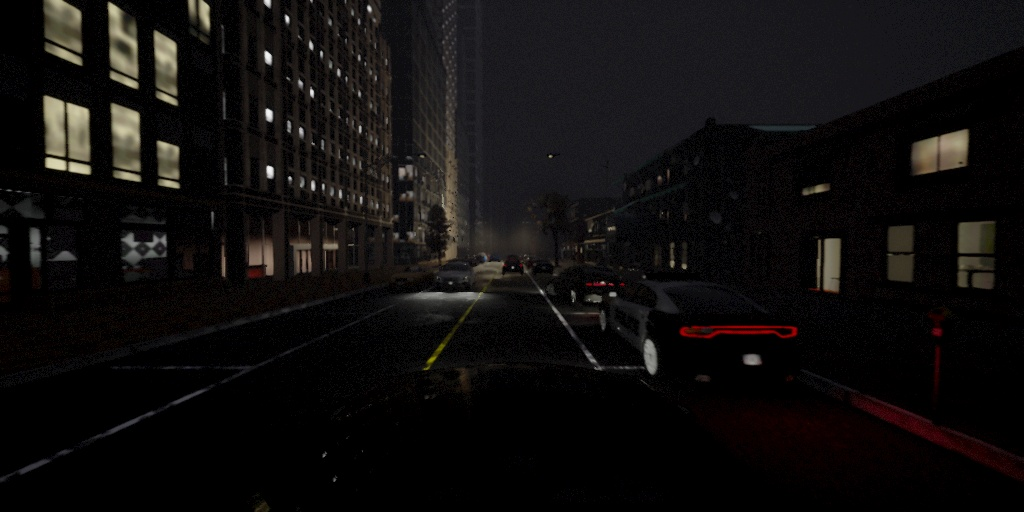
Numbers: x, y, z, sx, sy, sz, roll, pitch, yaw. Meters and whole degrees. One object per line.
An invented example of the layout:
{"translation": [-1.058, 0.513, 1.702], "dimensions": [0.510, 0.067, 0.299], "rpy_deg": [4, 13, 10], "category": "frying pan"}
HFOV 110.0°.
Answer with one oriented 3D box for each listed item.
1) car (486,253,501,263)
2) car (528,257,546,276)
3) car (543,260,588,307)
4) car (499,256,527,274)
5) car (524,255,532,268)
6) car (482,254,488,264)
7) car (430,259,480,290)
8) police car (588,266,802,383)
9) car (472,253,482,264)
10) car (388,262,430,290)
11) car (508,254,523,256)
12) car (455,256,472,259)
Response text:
{"translation": [-2.988, 0.365, 62.381], "dimensions": [1.882, 1.535, 5.008], "rpy_deg": [0, 1, 0], "category": "car"}
{"translation": [2.696, 0.981, 32.052], "dimensions": [1.948, 1.339, 4.313], "rpy_deg": [0, 0, 0], "category": "car"}
{"translation": [2.888, 1.113, 14.650], "dimensions": [1.837, 1.490, 4.892], "rpy_deg": [1, 1, -10], "category": "car"}
{"translation": [0.088, 0.960, 33.750], "dimensions": [1.994, 1.385, 4.181], "rpy_deg": [0, 1, 0], "category": "car"}
{"translation": [2.698, 0.836, 43.339], "dimensions": [1.888, 1.381, 4.507], "rpy_deg": [0, 0, 0], "category": "car"}
{"translation": [-5.646, 0.670, 60.327], "dimensions": [1.948, 1.339, 4.313], "rpy_deg": [0, 0, 0], "category": "car"}
{"translation": [-3.095, 1.069, 20.416], "dimensions": [1.812, 1.442, 4.674], "rpy_deg": [0, 1, 0], "category": "car"}
{"translation": [3.135, 1.113, 7.265], "dimensions": [1.930, 1.638, 5.238], "rpy_deg": [0, 1, 0], "category": "police car"}
{"translation": [-5.648, 0.667, 49.039], "dimensions": [1.967, 1.591, 4.097], "rpy_deg": [0, 0, 0], "category": "car"}
{"translation": [-5.654, 1.064, 20.651], "dimensions": [1.751, 1.417, 4.829], "rpy_deg": [0, 0, 0], "category": "car"}
{"translation": [0.097, 0.558, 50.858], "dimensions": [2.097, 1.767, 4.553], "rpy_deg": [0, 0, 0], "category": "car"}
{"translation": [-5.651, 0.918, 37.751], "dimensions": [1.948, 1.339, 4.313], "rpy_deg": [0, 0, 0], "category": "car"}
